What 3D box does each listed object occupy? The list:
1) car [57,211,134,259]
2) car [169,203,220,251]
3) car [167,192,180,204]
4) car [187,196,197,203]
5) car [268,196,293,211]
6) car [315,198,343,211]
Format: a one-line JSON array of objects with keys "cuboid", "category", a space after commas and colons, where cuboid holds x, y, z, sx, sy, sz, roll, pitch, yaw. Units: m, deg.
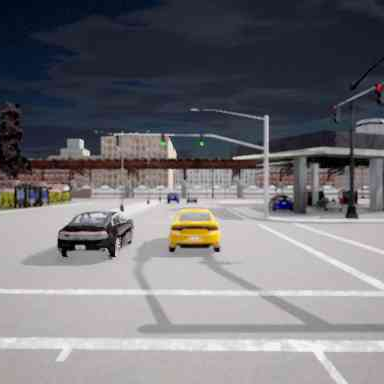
[{"cuboid": [-3.401, 1.466, 12.545, 2.128, 1.511, 4.902, 0, 0, 0], "category": "car"}, {"cuboid": [0.099, 1.449, 13.932, 1.882, 1.535, 5.008, 0, 0, 0], "category": "car"}, {"cuboid": [-3.502, 1.095, 62.347, 2.150, 2.045, 5.566, 0, 0, 0], "category": "car"}, {"cuboid": [-0.002, 1.439, 61.748, 1.994, 1.385, 4.181, 0, 0, 0], "category": "car"}, {"cuboid": [9.709, 1.220, 37.073, 2.242, 1.667, 4.611, 0, 0, 0], "category": "car"}, {"cuboid": [15.454, 1.380, 37.836, 1.970, 1.475, 3.806, 0, 0, 0], "category": "car"}]
